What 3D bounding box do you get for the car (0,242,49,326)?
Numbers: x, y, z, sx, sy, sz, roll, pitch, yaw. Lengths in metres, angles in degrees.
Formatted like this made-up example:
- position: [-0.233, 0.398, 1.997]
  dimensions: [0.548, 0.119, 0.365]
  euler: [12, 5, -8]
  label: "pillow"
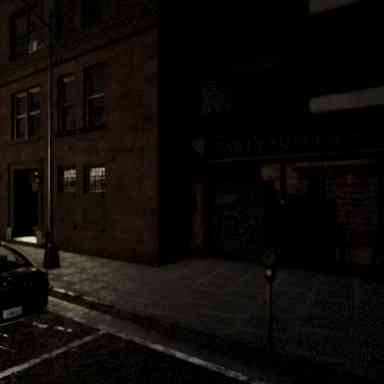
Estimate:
- position: [-4.464, 1.595, 6.284]
  dimensions: [4.403, 1.369, 2.008]
  euler: [0, 0, 36]
  label: "car"
